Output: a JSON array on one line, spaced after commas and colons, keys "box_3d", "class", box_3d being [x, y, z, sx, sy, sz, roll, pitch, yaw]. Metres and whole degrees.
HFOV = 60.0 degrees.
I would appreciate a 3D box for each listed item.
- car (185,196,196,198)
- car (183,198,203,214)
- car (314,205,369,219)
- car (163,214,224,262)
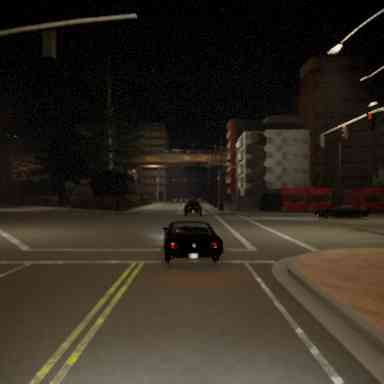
[{"box_3d": [0.026, 1.866, 71.844, 2.033, 1.411, 5.357, 0, 0, 0], "class": "car"}, {"box_3d": [0.117, 1.785, 37.198, 1.837, 1.490, 4.892, 0, 0, 0], "class": "car"}, {"box_3d": [14.393, 1.951, 32.268, 4.718, 1.301, 1.895, 1, 0, 0], "class": "car"}, {"box_3d": [-0.153, 1.701, 12.444, 1.895, 1.301, 4.718, 0, -1, -5], "class": "car"}]
